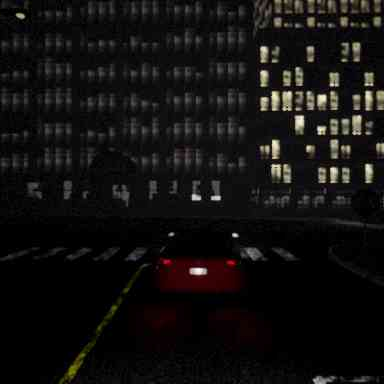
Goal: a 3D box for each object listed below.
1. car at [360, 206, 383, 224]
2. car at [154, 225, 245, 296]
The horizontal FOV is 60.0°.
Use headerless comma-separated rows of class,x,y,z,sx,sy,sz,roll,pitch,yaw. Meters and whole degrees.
car,16.166,1.827,27.080,4.674,1.442,1.812,1,0,1
car,0.278,1.553,8.657,1.994,1.385,4.181,0,0,4
